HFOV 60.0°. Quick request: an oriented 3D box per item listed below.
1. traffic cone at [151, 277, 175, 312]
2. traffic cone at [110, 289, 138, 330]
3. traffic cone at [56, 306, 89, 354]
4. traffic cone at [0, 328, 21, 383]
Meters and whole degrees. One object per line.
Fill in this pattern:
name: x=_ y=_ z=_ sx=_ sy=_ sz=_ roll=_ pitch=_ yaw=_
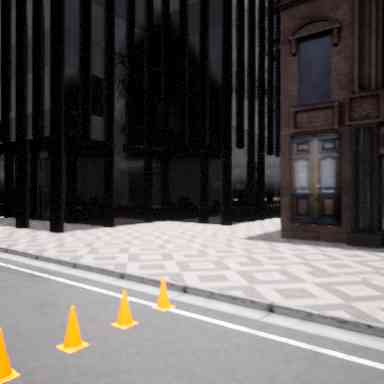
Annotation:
traffic cone: x=-0.560 y=1.945 z=6.437 sx=0.340 sy=0.580 sz=0.340 roll=0 pitch=0 yaw=36
traffic cone: x=-1.143 y=1.944 z=5.624 sx=0.340 sy=0.580 sz=0.340 roll=0 pitch=0 yaw=36
traffic cone: x=-1.726 y=1.943 z=4.812 sx=0.340 sy=0.580 sz=0.340 roll=0 pitch=0 yaw=36
traffic cone: x=-2.309 y=1.942 z=3.999 sx=0.340 sy=0.580 sz=0.340 roll=0 pitch=0 yaw=36
